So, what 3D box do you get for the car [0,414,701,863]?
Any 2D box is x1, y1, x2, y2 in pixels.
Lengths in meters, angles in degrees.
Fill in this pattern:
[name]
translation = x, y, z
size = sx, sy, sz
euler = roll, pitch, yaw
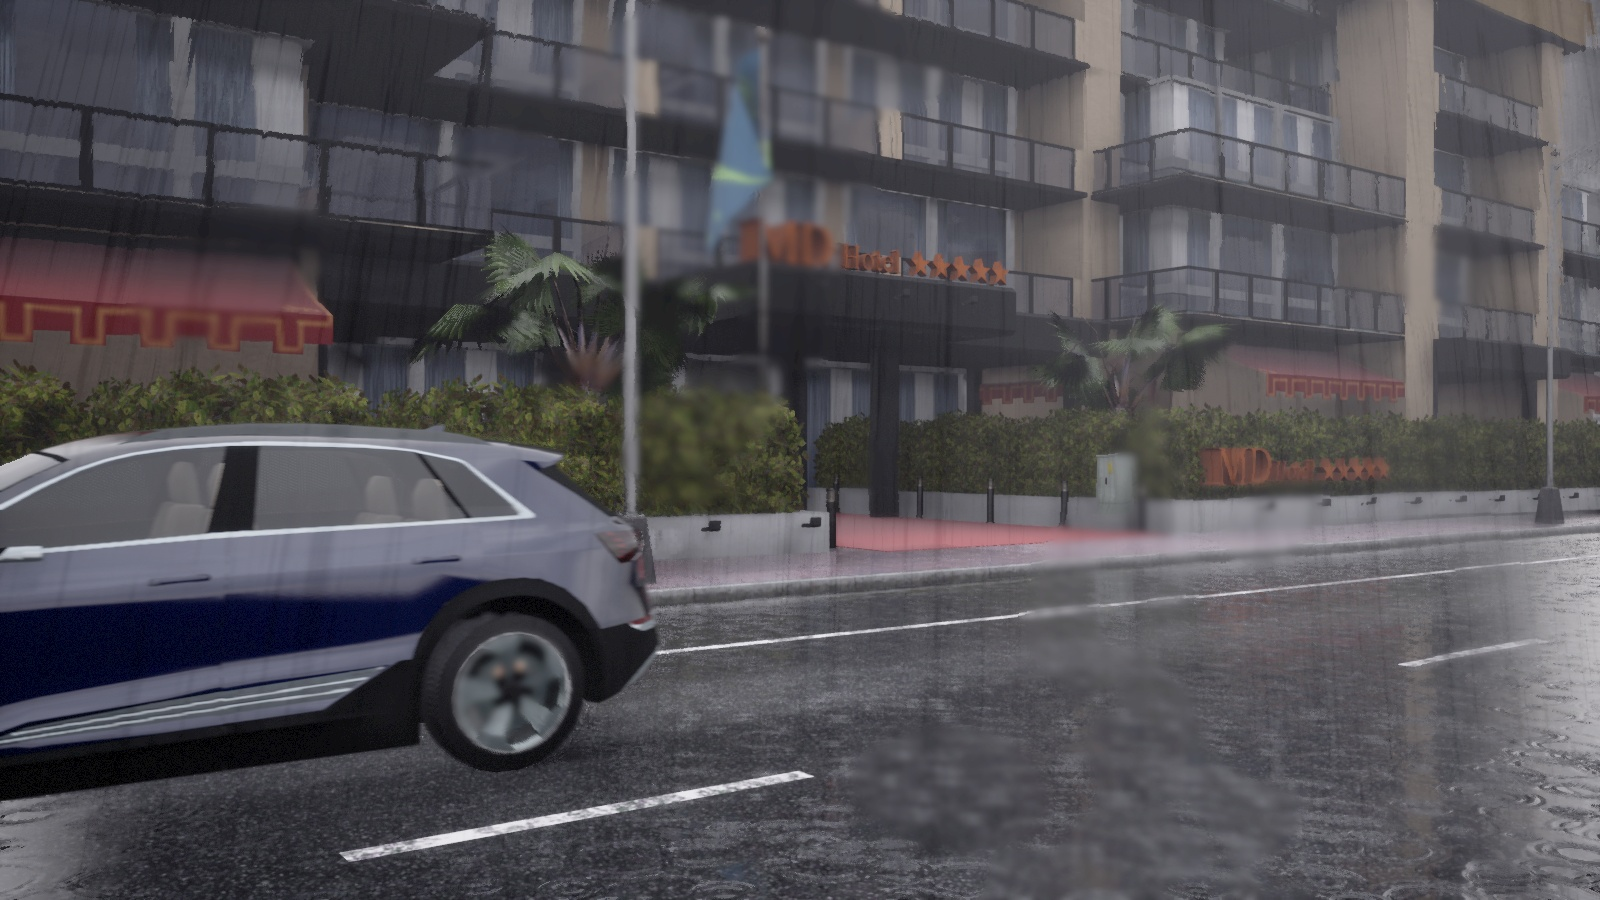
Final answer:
[car]
translation = -3.068, 0.696, 5.773
size = 4.856, 1.649, 2.033
euler = 0, 0, -36
